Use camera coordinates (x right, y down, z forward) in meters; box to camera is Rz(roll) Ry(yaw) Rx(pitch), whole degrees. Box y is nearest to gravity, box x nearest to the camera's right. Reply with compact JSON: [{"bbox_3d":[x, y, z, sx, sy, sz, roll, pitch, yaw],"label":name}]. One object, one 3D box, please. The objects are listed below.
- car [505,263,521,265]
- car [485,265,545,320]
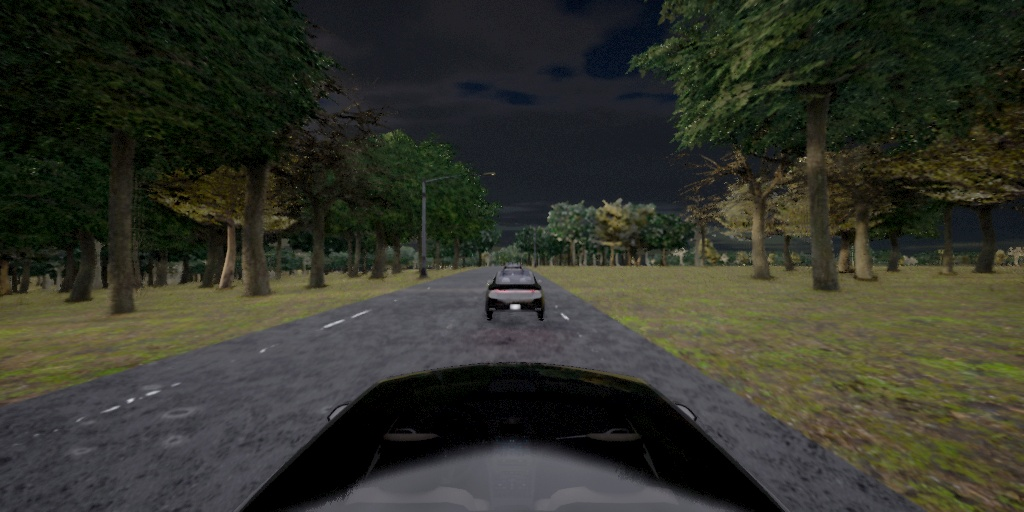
[{"bbox_3d":[0.091,1.344,32.615,2.128,1.511,4.902,0,0,0],"label":"car"},{"bbox_3d":[0.094,1.251,12.703,2.128,1.511,4.902,0,0,0],"label":"car"}]
